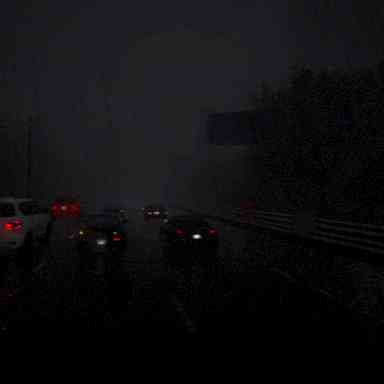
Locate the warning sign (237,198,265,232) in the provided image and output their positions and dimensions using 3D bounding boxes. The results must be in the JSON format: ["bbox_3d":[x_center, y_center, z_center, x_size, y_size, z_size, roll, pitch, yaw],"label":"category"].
[{"bbox_3d":[3.403,1.314,19.309,1.300,1.860,1.060,1,0,-12],"label":"warning sign"}]

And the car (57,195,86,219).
[{"bbox_3d":[-10.094,1.301,27.483,2.150,2.045,5.566,1,0,-11],"label":"car"}]

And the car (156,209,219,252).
[{"bbox_3d":[-0.241,1.677,14.641,1.994,1.385,4.181,1,0,-12],"label":"car"}]

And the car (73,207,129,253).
[{"bbox_3d":[-3.675,1.587,13.966,1.812,1.442,4.674,1,0,-12],"label":"car"}]

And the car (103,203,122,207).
[{"bbox_3d":[-6.734,1.664,28.538,1.812,1.442,4.674,1,0,-11],"label":"car"}]

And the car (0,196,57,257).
[{"bbox_3d":[-7.014,1.224,12.857,2.150,2.045,5.566,1,0,-12],"label":"car"}]

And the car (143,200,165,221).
[{"bbox_3d":[-3.232,1.735,28.846,2.033,1.411,5.357,1,0,-11],"label":"car"}]

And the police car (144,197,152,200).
[{"bbox_3d":[-11.778,2.048,88.786,1.930,1.638,5.238,1,-1,-7],"label":"police car"}]
